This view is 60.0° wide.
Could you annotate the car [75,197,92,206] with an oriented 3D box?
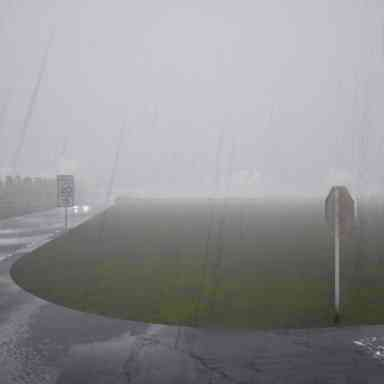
[{"bbox_3d":[-16.407,1.337,50.373,1.895,1.301,4.718,0,0,-9],"label":"car"}]
